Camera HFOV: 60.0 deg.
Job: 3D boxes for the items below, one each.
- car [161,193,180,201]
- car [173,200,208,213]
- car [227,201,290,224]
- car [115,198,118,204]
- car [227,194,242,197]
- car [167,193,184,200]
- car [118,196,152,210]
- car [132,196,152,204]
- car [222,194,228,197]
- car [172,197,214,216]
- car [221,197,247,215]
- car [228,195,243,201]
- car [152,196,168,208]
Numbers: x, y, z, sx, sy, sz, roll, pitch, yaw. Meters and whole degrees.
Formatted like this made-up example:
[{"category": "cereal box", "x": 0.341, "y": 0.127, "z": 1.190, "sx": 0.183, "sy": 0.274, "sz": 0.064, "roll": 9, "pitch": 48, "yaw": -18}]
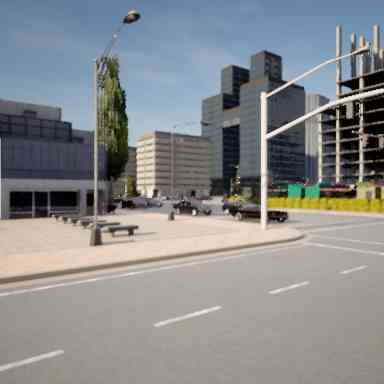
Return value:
[{"category": "car", "x": -5.429, "y": 1.308, "z": 85.484, "sx": 4.605, "sy": 1.855, "sz": 1.932, "roll": 0, "pitch": 0, "yaw": -36}, {"category": "car", "x": -0.254, "y": 1.673, "z": 39.968, "sx": 1.895, "sy": 1.301, "sz": 4.718, "roll": 0, "pitch": 0, "yaw": -34}, {"category": "car", "x": 5.188, "y": 1.646, "z": 25.774, "sx": 1.895, "sy": 1.301, "sz": 4.718, "roll": 0, "pitch": 0, "yaw": -34}, {"category": "car", "x": -13.781, "y": 1.627, "z": 66.370, "sx": 1.837, "sy": 1.490, "sz": 4.892, "roll": 0, "pitch": 0, "yaw": -34}, {"category": "car", "x": 9.399, "y": 1.510, "z": 64.844, "sx": 3.806, "sy": 1.475, "sz": 1.970, "roll": 0, "pitch": 0, "yaw": -36}, {"category": "car", "x": -3.781, "y": 1.306, "z": 83.103, "sx": 3.866, "sy": 1.878, "sz": 1.905, "roll": 0, "pitch": 0, "yaw": -36}, {"category": "car", "x": -7.735, "y": 1.435, "z": 44.747, "sx": 2.097, "sy": 1.767, "sz": 4.553, "roll": 0, "pitch": 0, "yaw": -34}, {"category": "car", "x": -10.197, "y": 1.615, "z": 67.327, "sx": 2.128, "sy": 1.511, "sz": 4.902, "roll": 0, "pitch": 0, "yaw": -34}, {"category": "car", "x": 7.716, "y": 1.275, "z": 67.201, "sx": 3.866, "sy": 1.878, "sz": 1.905, "roll": 0, "pitch": 0, "yaw": -36}, {"category": "car", "x": 0.118, "y": 1.564, "z": 33.208, "sx": 1.837, "sy": 1.490, "sz": 4.892, "roll": 0, "pitch": 0, "yaw": -34}, {"category": "car", "x": 4.964, "y": 1.549, "z": 32.312, "sx": 2.128, "sy": 1.511, "sz": 4.902, "roll": 0, "pitch": 0, "yaw": -34}, {"category": "car", "x": 11.974, "y": 1.556, "z": 91.115, "sx": 3.806, "sy": 1.475, "sz": 1.970, "roll": 0, "pitch": 0, "yaw": -36}, {"category": "car", "x": -5.959, "y": 1.581, "z": 48.362, "sx": 2.128, "sy": 1.511, "sz": 4.902, "roll": 0, "pitch": 0, "yaw": -34}]
